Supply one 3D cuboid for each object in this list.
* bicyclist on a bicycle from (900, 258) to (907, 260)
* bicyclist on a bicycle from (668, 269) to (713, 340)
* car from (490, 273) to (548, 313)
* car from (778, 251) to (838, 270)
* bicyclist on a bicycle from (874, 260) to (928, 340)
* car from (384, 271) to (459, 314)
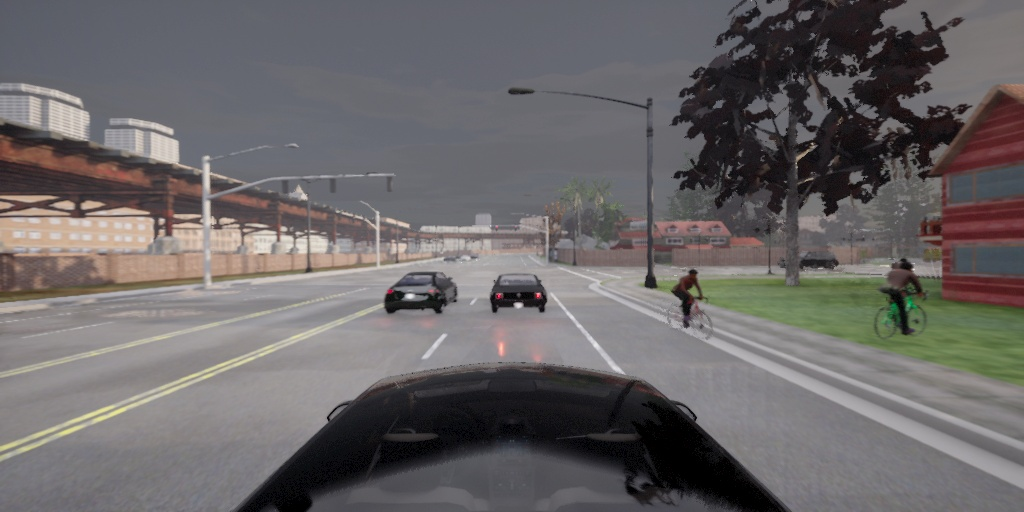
[{"bbox_3d":[13.268,0.893,12.236,1.656,1.620,0.582,1,0,-21],"label":"bicyclist on a bicycle"},{"bbox_3d":[4.291,1.125,8.724,0.582,1.620,1.656,0,2,-10],"label":"bicyclist on a bicycle"},{"bbox_3d":[0.214,1.270,13.583,1.895,1.301,4.718,0,0,0],"label":"car"},{"bbox_3d":[32.278,0.479,39.158,5.566,2.045,2.150,0,0,-1],"label":"car"},{"bbox_3d":[8.303,0.955,7.649,1.656,1.620,0.582,0,0,-16],"label":"bicyclist on a bicycle"},{"bbox_3d":[-3.278,1.258,13.647,1.994,1.385,4.181,0,0,1],"label":"car"}]
